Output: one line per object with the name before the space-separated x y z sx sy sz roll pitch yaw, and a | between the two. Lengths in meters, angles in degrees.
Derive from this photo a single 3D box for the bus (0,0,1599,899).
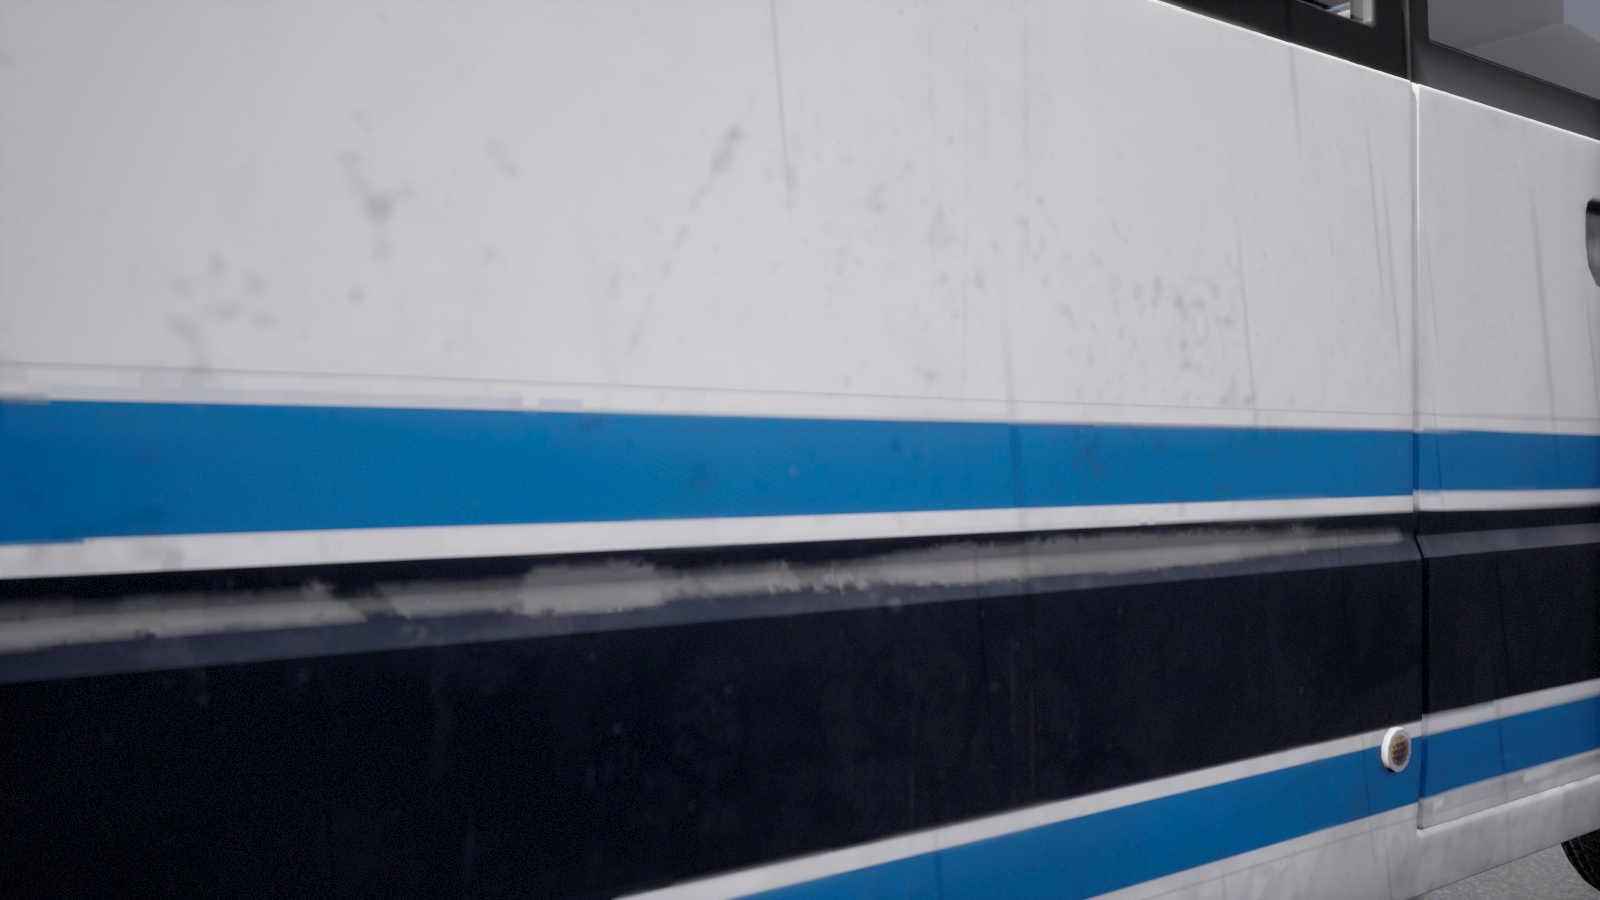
bus | -0.308 -0.622 3.450 10.273 4.253 3.944 0 0 -35
